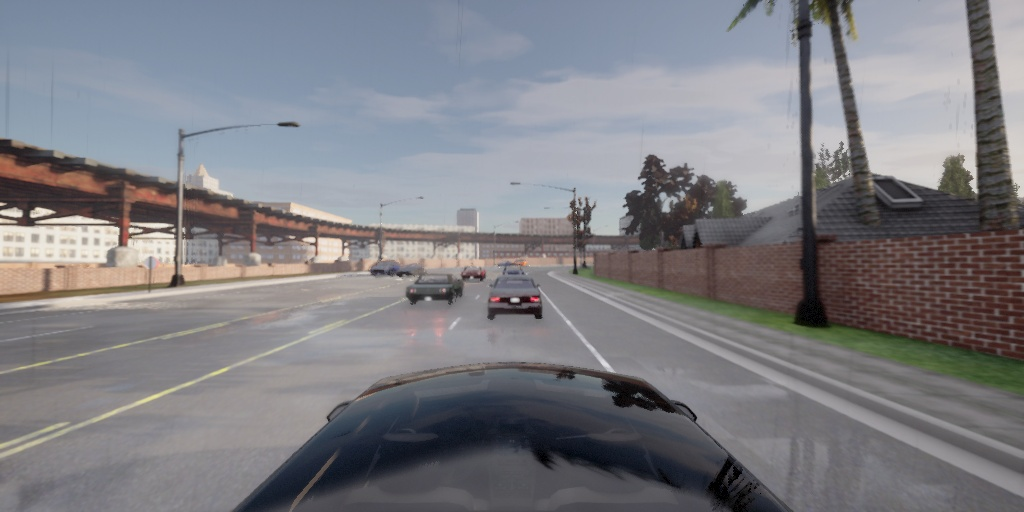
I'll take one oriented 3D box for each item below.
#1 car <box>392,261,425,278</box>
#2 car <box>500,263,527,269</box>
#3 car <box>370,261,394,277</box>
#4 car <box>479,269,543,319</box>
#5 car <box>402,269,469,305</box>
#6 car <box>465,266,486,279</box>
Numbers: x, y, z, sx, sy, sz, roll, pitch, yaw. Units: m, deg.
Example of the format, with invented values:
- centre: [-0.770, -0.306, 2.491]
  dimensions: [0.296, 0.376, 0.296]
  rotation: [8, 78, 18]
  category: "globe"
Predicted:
- centre: [-10.561, 1.522, 37.935]
  dimensions: [2.033, 1.411, 5.357]
  rotation: [0, 0, 0]
  category: "car"
- centre: [0.101, 1.546, 32.654]
  dimensions: [1.895, 1.301, 4.718]
  rotation: [0, 0, 0]
  category: "car"
- centre: [-13.940, 1.338, 39.849]
  dimensions: [2.097, 1.767, 4.553]
  rotation: [0, 0, 2]
  category: "car"
- centre: [0.096, 1.387, 13.273]
  dimensions: [2.033, 1.411, 5.357]
  rotation: [0, 0, 0]
  category: "car"
- centre: [-3.402, 1.460, 16.812]
  dimensions: [1.895, 1.301, 4.718]
  rotation: [0, 0, 0]
  category: "car"
- centre: [-3.400, 1.546, 32.659]
  dimensions: [1.895, 1.301, 4.718]
  rotation: [0, 0, 0]
  category: "car"
